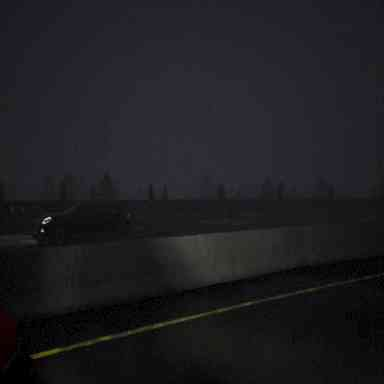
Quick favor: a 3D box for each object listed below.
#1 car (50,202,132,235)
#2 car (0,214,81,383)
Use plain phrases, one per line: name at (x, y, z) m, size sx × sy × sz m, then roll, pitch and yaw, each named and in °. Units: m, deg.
car at (-5.454, 1.302, 16.852) m, size 4.553 × 1.767 × 2.097 m, roll 0°, pitch 0°, yaw -32°
car at (-3.531, 1.210, 1.129) m, size 5.566 × 2.045 × 2.150 m, roll 0°, pitch 0°, yaw -37°
